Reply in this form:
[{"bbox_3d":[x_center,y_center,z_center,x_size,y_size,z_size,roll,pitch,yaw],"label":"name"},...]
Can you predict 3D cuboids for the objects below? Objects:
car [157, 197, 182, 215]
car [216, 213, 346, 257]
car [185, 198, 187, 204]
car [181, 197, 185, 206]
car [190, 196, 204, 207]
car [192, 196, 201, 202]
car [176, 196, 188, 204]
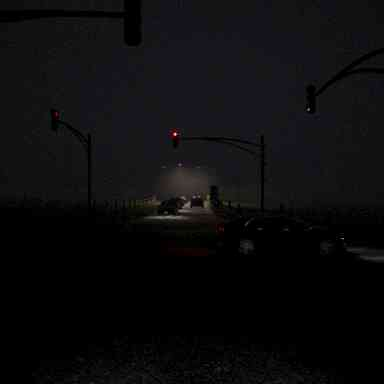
[{"bbox_3d":[-2.414,1.553,34.180,2.033,1.411,5.357,0,0,0],"label":"car"},{"bbox_3d":[3.387,1.588,12.929,4.892,1.490,1.837,1,0,1],"label":"car"},{"bbox_3d":[-2.122,1.560,53.805,2.033,1.411,5.357,0,0,1],"label":"car"},{"bbox_3d":[-2.265,1.514,43.957,1.837,1.490,4.892,0,0,1],"label":"car"},{"bbox_3d":[0.762,1.489,49.923,1.882,1.535,5.008,0,0,1],"label":"car"},{"bbox_3d":[1.065,1.617,75.951,1.895,1.301,4.718,0,0,1],"label":"car"},{"bbox_3d":[-1.924,1.581,63.810,1.994,1.385,4.181,0,0,2],"label":"car"}]
